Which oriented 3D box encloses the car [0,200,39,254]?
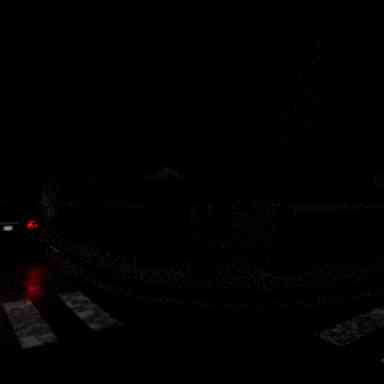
[{"bbox_3d":[-7.731,1.326,13.367,2.150,2.045,5.566,0,0,-35],"label":"car"}]
